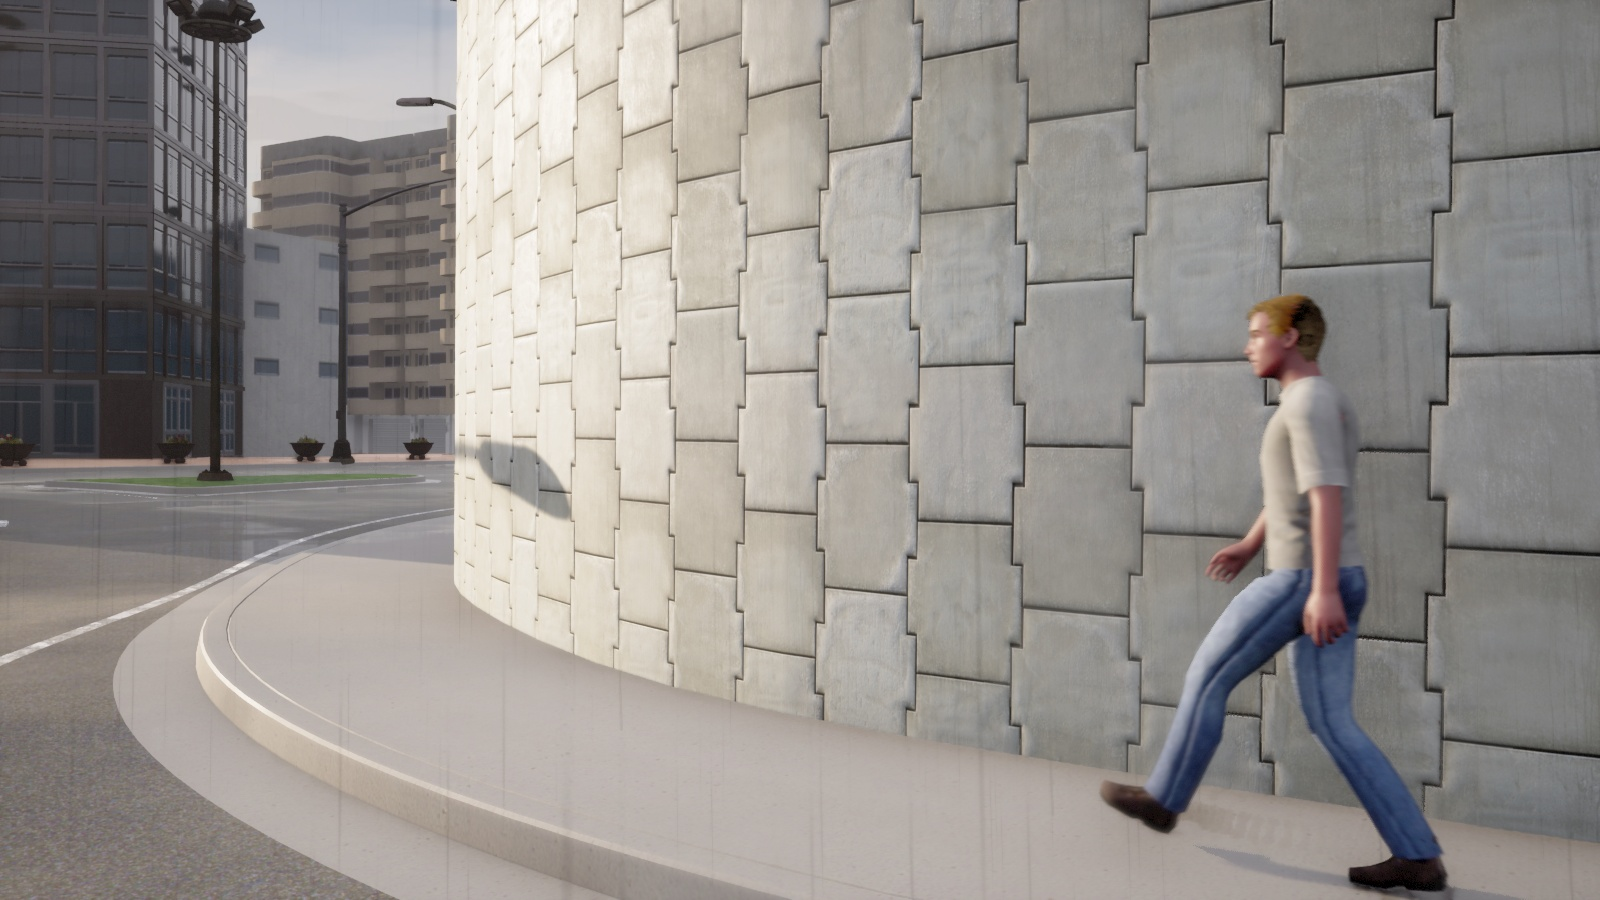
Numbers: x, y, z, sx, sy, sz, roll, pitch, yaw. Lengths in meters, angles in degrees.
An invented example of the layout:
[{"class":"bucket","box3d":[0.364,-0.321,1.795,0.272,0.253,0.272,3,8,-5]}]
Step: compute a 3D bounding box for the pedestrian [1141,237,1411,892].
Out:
[{"class":"pedestrian","box3d":[1.457,0.321,3.857,0.706,1.836,0.354,0,1,34]}]
